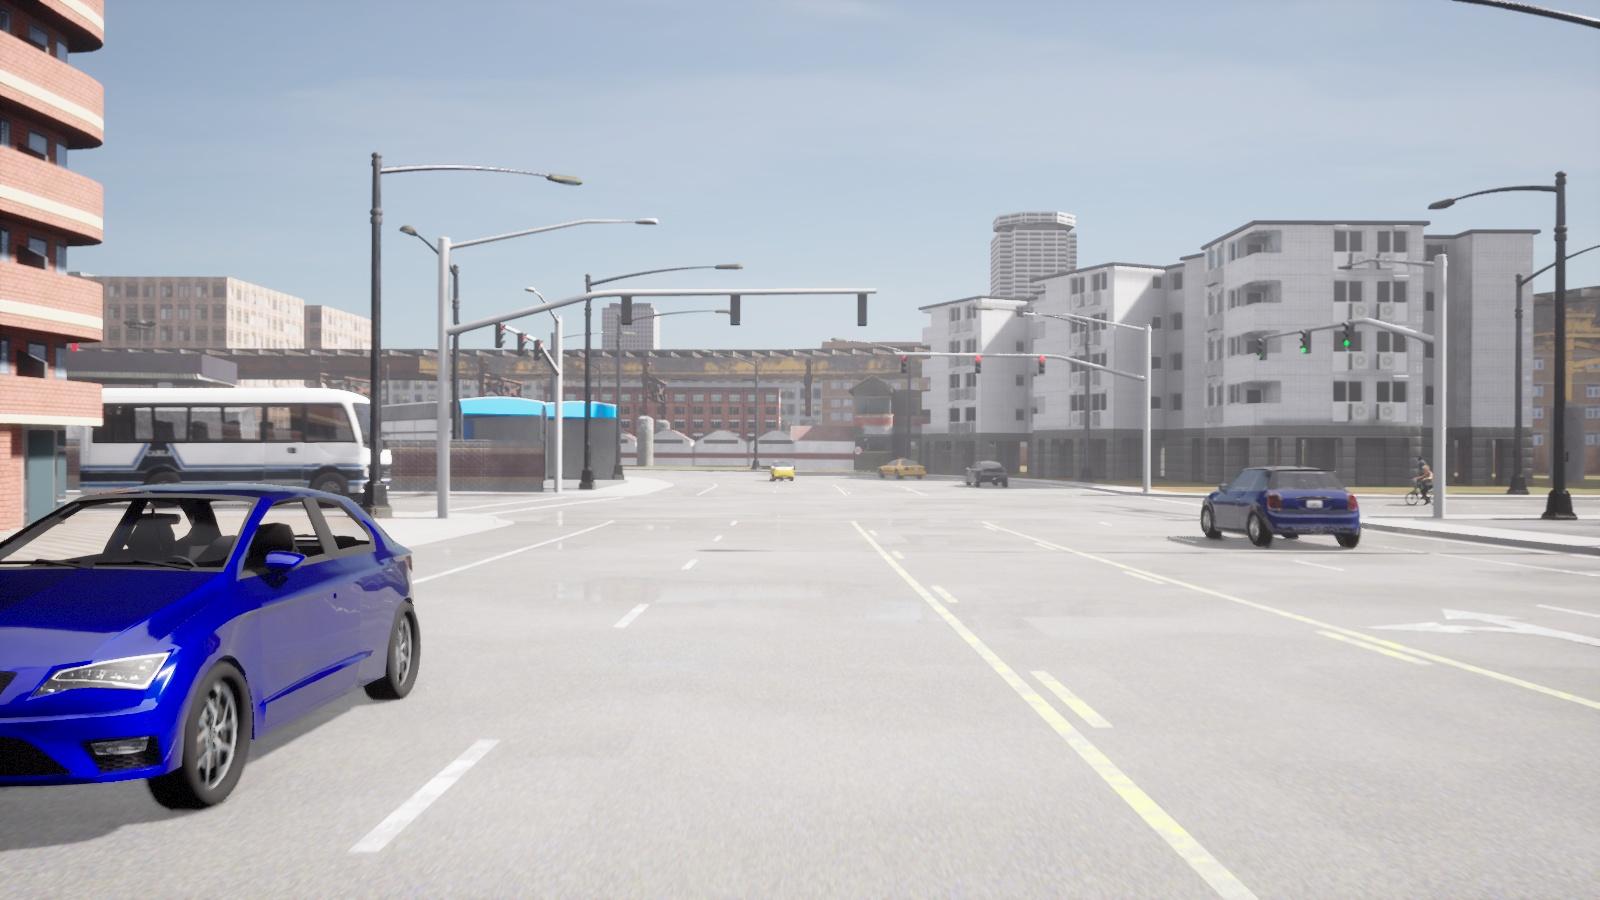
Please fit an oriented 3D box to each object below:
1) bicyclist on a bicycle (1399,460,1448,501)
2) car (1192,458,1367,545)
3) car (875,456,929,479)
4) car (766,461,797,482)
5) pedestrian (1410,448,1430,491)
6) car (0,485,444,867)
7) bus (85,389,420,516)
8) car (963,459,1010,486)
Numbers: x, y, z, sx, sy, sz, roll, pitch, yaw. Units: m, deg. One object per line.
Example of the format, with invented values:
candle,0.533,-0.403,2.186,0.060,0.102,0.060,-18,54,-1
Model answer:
bicyclist on a bicycle,24.720,1.202,49.813,1.509,1.612,0.866,0,0,-1
car,10.434,1.065,27.753,2.097,1.767,4.553,0,-1,0
car,7.278,1.229,90.226,1.801,1.575,5.366,0,0,-20
car,-1.239,1.387,82.446,1.481,1.376,2.207,0,0,-17
pedestrian,28.415,0.895,57.548,0.692,1.930,0.396,0,0,4
car,-3.517,0.960,7.111,1.816,1.474,4.193,0,-1,0
bus,-19.419,0.069,45.225,10.273,4.253,3.944,-1,0,-3
car,10.873,1.299,73.426,1.837,1.490,4.892,0,0,-2
